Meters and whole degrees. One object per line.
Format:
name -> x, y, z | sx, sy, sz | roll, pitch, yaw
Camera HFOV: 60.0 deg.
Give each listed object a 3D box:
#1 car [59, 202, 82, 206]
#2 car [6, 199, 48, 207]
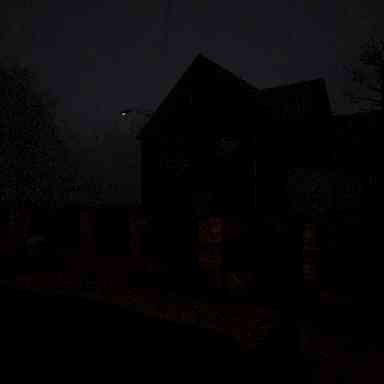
car -> -12.657, 1.684, 33.749 | 1.895, 1.301, 4.718 | 0, 0, 35
car -> -13.698, 1.411, 26.652 | 2.097, 1.767, 4.553 | 0, 0, 35
